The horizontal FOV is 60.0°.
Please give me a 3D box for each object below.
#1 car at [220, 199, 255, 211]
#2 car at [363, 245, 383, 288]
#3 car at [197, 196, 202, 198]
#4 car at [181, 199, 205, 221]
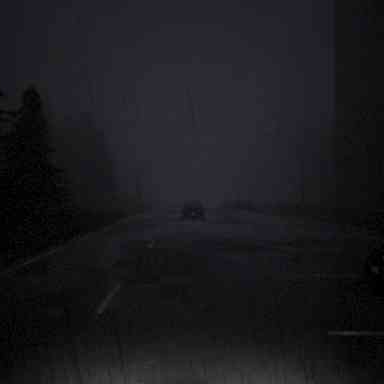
[{"bbox_3d":[5.548,1.577,40.396,4.181,1.381,1.994,0,0,-1],"label":"car"},{"bbox_3d":[6.041,1.488,7.387,3.988,1.617,1.851,0,0,-1],"label":"car"},{"bbox_3d":[0.089,1.553,41.527,1.812,1.442,4.674,0,0,0],"label":"car"},{"bbox_3d":[0.092,1.496,27.627,1.882,1.535,5.008,0,0,0],"label":"car"}]
